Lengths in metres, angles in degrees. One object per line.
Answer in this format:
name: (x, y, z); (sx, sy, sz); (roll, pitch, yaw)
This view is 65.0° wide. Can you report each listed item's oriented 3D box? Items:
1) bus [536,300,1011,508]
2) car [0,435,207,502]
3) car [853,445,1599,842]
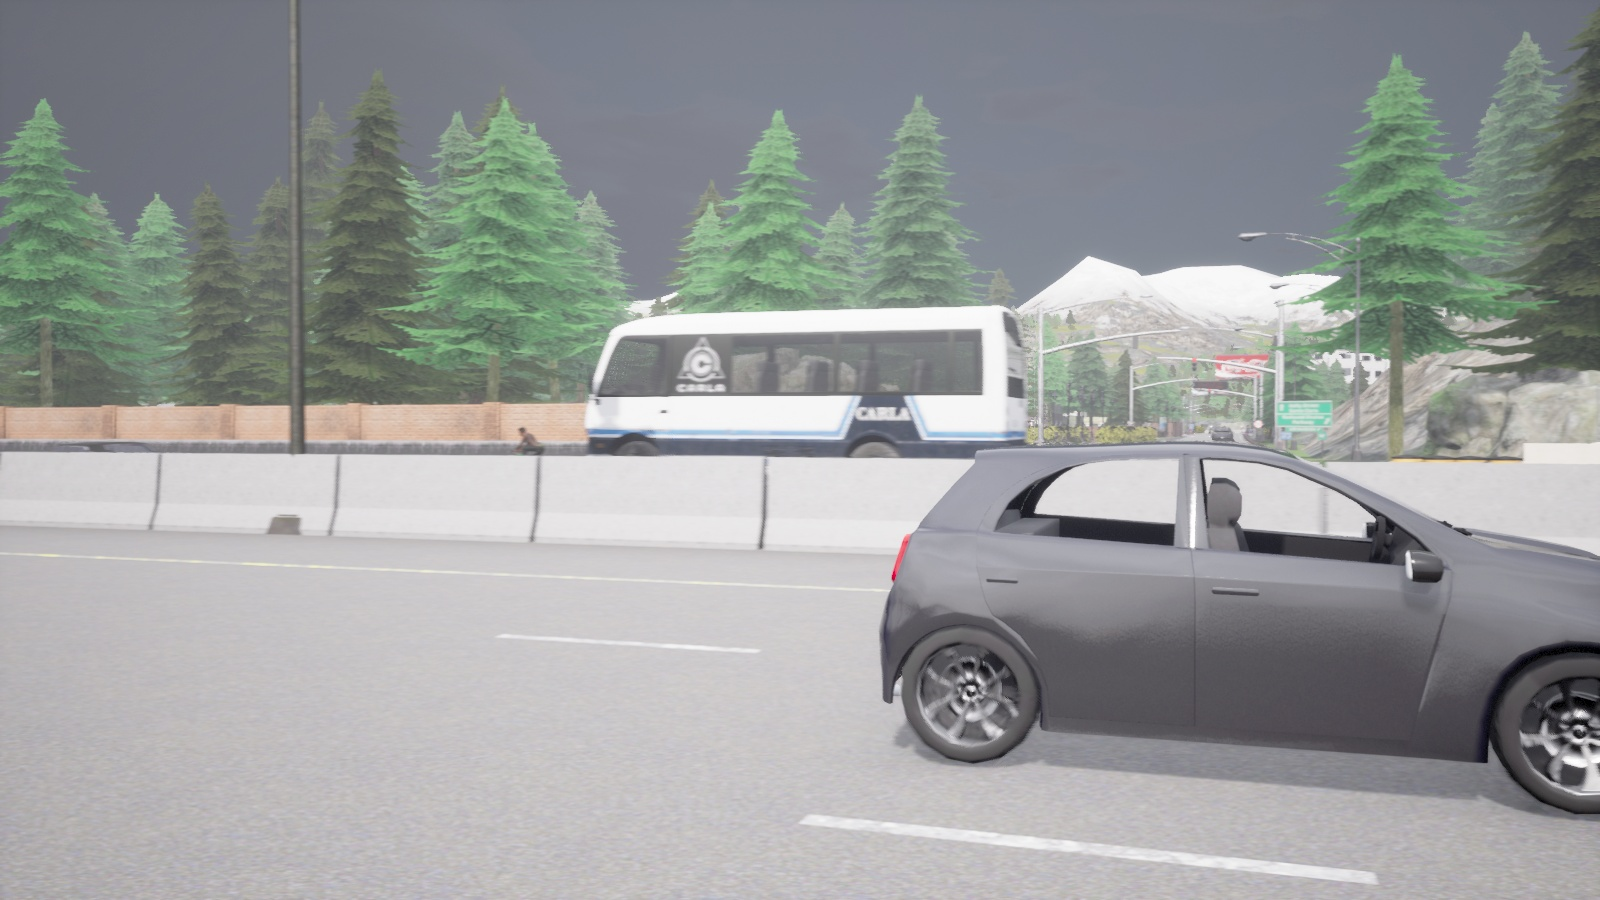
bus: (-0.584, -1.059, 29.216); (10.273, 4.253, 3.944); (1, 1, 19)
car: (-15.268, 0.352, 26.794); (4.718, 1.301, 1.895); (1, 1, 19)
car: (2.267, 0.751, 6.123); (3.633, 1.501, 1.845); (1, 1, 19)
